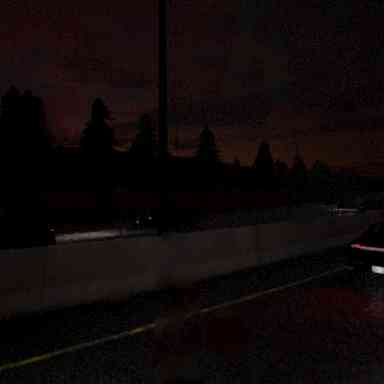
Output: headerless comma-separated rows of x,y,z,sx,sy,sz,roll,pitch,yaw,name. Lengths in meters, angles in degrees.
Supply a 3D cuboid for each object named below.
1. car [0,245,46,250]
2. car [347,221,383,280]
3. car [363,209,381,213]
-7.329,1.558,11.807,4.674,1.442,1.812,0,0,-37,car
5.891,1.475,8.845,4.902,1.511,2.128,0,0,-41,car
19.502,1.491,35.848,2.033,1.411,5.357,0,0,34,car
